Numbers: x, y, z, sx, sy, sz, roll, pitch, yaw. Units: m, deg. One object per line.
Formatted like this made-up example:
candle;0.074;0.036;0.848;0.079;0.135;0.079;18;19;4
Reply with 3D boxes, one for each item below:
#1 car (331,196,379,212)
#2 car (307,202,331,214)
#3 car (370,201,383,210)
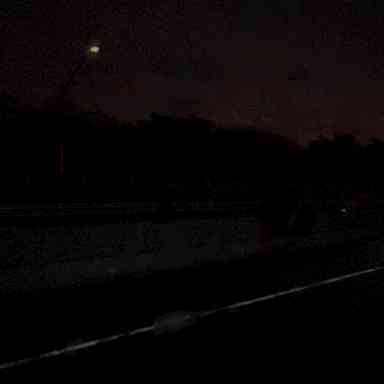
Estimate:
car;16.573;1.391;32.990;5.566;2.045;2.150;0;0;-35
car;14.173;1.731;35.575;4.181;1.385;1.994;0;0;-35
car;18.266;1.731;29.897;4.181;1.385;1.994;0;0;-35
